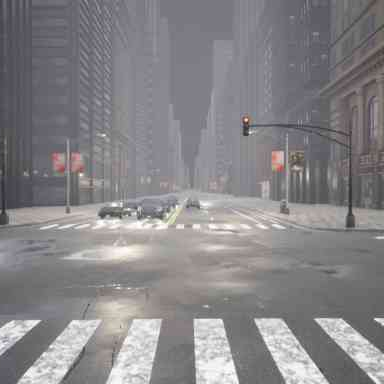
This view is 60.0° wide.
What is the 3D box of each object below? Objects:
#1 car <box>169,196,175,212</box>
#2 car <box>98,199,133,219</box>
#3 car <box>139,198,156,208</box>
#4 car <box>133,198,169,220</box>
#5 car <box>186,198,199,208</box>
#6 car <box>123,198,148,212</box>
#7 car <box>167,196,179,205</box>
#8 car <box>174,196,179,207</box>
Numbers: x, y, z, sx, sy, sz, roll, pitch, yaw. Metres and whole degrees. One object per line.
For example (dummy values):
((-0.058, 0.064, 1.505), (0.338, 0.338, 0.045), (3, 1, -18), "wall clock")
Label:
((-3.328, 1.523, 37.515), (2.033, 1.411, 5.357), (0, 0, 0), "car")
((-6.557, 1.531, 29.298), (2.033, 1.411, 5.357), (0, 0, 4), "car")
((-6.575, 1.564, 49.483), (1.895, 1.301, 4.718), (0, 0, 0), "car")
((-3.333, 1.337, 28.040), (2.097, 1.767, 4.553), (0, 0, 0), "car")
((0.115, 1.514, 46.289), (2.033, 1.411, 5.357), (0, 0, 0), "car")
((-6.576, 1.522, 39.397), (2.033, 1.411, 5.357), (0, 0, 0), "car")
((-3.286, 1.454, 57.788), (1.837, 1.490, 4.892), (0, 0, 0), "car")
((-3.329, 1.529, 47.414), (1.994, 1.385, 4.181), (0, 0, 0), "car")
